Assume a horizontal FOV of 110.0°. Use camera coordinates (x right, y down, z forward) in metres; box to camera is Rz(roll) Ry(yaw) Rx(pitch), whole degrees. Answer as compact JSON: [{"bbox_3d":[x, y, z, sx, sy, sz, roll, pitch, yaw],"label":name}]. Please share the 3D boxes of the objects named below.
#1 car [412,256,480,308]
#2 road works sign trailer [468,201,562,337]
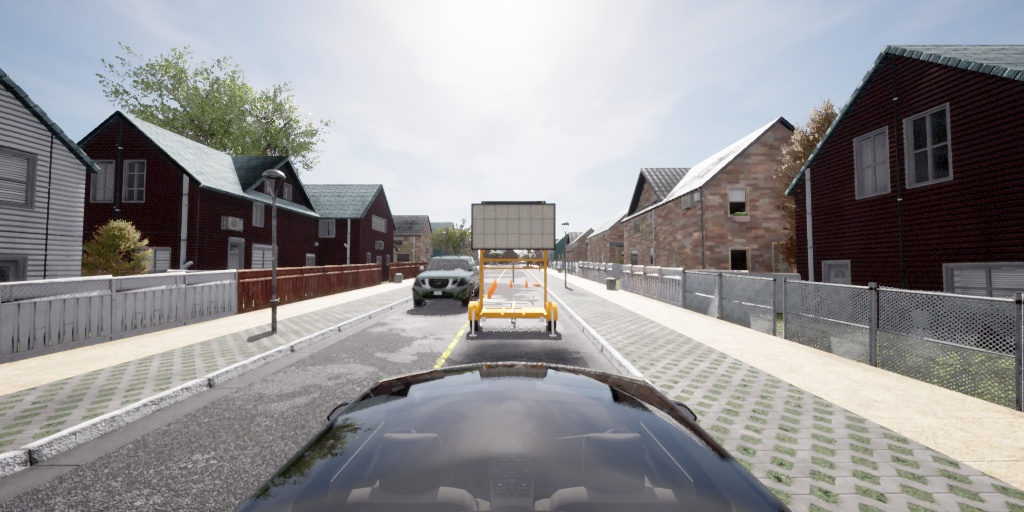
[{"bbox_3d":[-2.677,0.997,15.790,2.150,2.045,5.566,0,0,0],"label":"car"},{"bbox_3d":[0.042,0.226,10.346,2.380,3.560,2.880,0,0,1],"label":"road works sign trailer"}]
